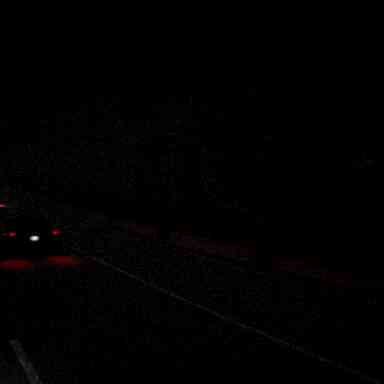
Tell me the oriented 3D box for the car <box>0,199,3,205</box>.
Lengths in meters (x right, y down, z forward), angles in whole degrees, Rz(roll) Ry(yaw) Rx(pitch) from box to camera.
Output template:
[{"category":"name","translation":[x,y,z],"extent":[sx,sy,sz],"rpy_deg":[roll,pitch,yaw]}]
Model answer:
[{"category":"car","translation":[-13.808,0.670,22.111],"extent":[2.033,1.411,5.357],"rpy_deg":[3,3,-38]}]

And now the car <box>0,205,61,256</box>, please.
[{"category":"car","translation":[-6.594,1.463,12.959],"extent":[1.994,1.385,4.181],"rpy_deg":[3,1,-38]}]
